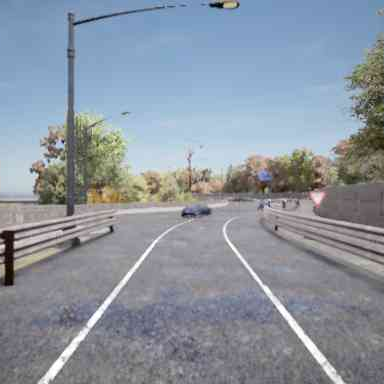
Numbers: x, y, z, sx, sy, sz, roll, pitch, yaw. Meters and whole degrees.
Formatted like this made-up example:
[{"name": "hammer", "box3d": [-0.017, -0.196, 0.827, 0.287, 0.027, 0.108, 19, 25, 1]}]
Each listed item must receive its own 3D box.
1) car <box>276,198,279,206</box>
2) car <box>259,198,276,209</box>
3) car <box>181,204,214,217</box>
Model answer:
[{"name": "car", "box3d": [18.491, 2.176, 75.251, 2.097, 1.767, 4.553, 0, -1, 13]}, {"name": "car", "box3d": [12.874, 2.149, 57.950, 1.812, 1.442, 4.674, 0, -1, 22]}, {"name": "car", "box3d": [0.669, 1.932, 35.518, 1.994, 1.385, 4.181, 0, -1, 35]}]
